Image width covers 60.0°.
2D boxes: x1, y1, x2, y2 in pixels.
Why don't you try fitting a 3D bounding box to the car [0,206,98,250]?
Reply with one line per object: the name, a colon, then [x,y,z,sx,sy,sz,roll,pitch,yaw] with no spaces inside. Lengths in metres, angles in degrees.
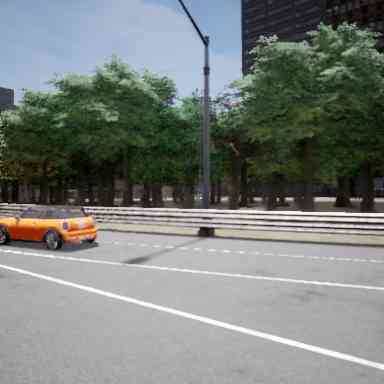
car: [-6.361,1.367,14.403,4.553,1.767,2.097,0,0,26]
